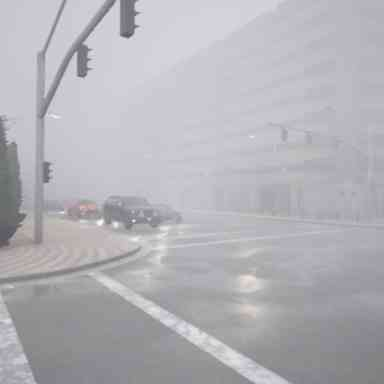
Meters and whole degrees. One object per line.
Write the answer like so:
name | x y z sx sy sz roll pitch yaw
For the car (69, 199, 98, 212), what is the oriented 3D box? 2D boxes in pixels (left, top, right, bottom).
car | -13.887 1.668 42.234 2.033 1.411 5.357 1 -1 -35

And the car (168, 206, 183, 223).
car | -2.558 1.643 26.162 1.812 1.442 4.674 1 -1 -35

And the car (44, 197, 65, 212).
car | -16.867 1.638 40.395 1.994 1.385 4.181 1 -1 -35

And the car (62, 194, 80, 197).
car | -22.343 1.649 60.627 1.882 1.535 5.008 1 -1 -35

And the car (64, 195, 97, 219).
car | -9.721 1.425 30.252 2.097 1.767 4.553 1 -1 -35

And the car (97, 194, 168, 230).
car | -4.156 1.293 22.361 2.150 2.045 5.566 1 -1 -35

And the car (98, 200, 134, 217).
car | -7.774 1.624 33.559 1.837 1.490 4.892 1 -1 -35
